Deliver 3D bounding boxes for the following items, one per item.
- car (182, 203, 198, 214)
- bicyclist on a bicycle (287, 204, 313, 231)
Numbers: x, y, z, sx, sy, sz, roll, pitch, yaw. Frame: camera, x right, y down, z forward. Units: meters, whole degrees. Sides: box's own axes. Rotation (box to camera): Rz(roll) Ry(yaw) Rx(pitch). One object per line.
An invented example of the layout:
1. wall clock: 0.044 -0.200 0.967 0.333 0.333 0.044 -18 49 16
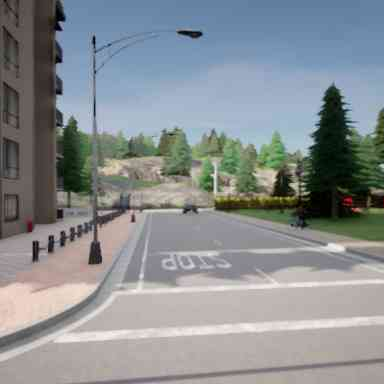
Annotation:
1. car: -0.323 2.269 47.147 1.837 1.490 4.892 -1 -1 -6
2. bicyclist on a bicycle: 6.555 1.544 20.189 1.656 1.620 0.582 -1 -1 -6
